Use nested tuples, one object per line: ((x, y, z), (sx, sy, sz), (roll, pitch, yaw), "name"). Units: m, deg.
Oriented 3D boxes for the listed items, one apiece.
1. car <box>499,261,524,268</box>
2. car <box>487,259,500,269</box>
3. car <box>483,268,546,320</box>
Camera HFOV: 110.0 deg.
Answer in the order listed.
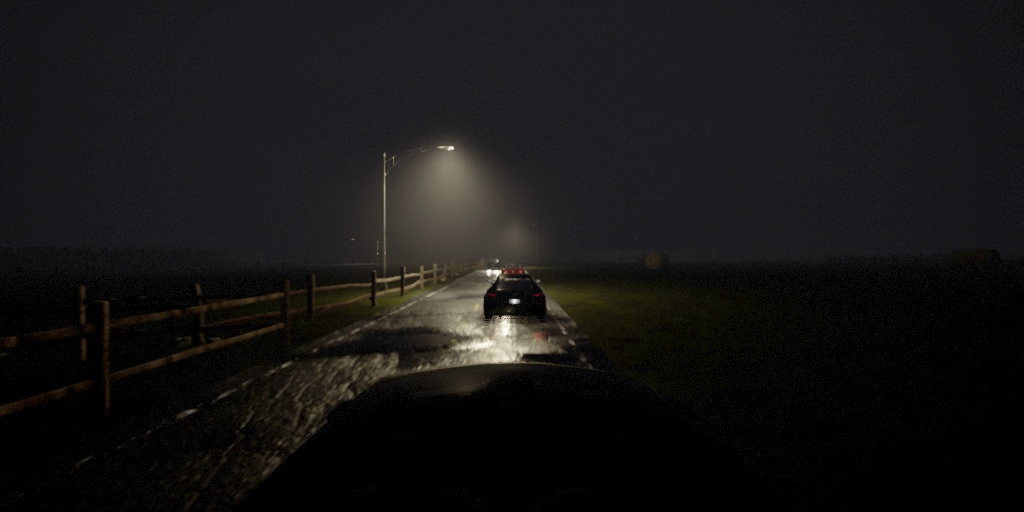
((0.084, 1.292, 30.741), (1.895, 1.301, 4.718), (0, 0, 0), "car")
((-2.703, 1.134, 53.927), (2.128, 1.511, 4.902), (0, 0, 1), "car")
((0.081, 1.292, 12.527), (1.994, 1.385, 4.181), (0, 0, 0), "car")
